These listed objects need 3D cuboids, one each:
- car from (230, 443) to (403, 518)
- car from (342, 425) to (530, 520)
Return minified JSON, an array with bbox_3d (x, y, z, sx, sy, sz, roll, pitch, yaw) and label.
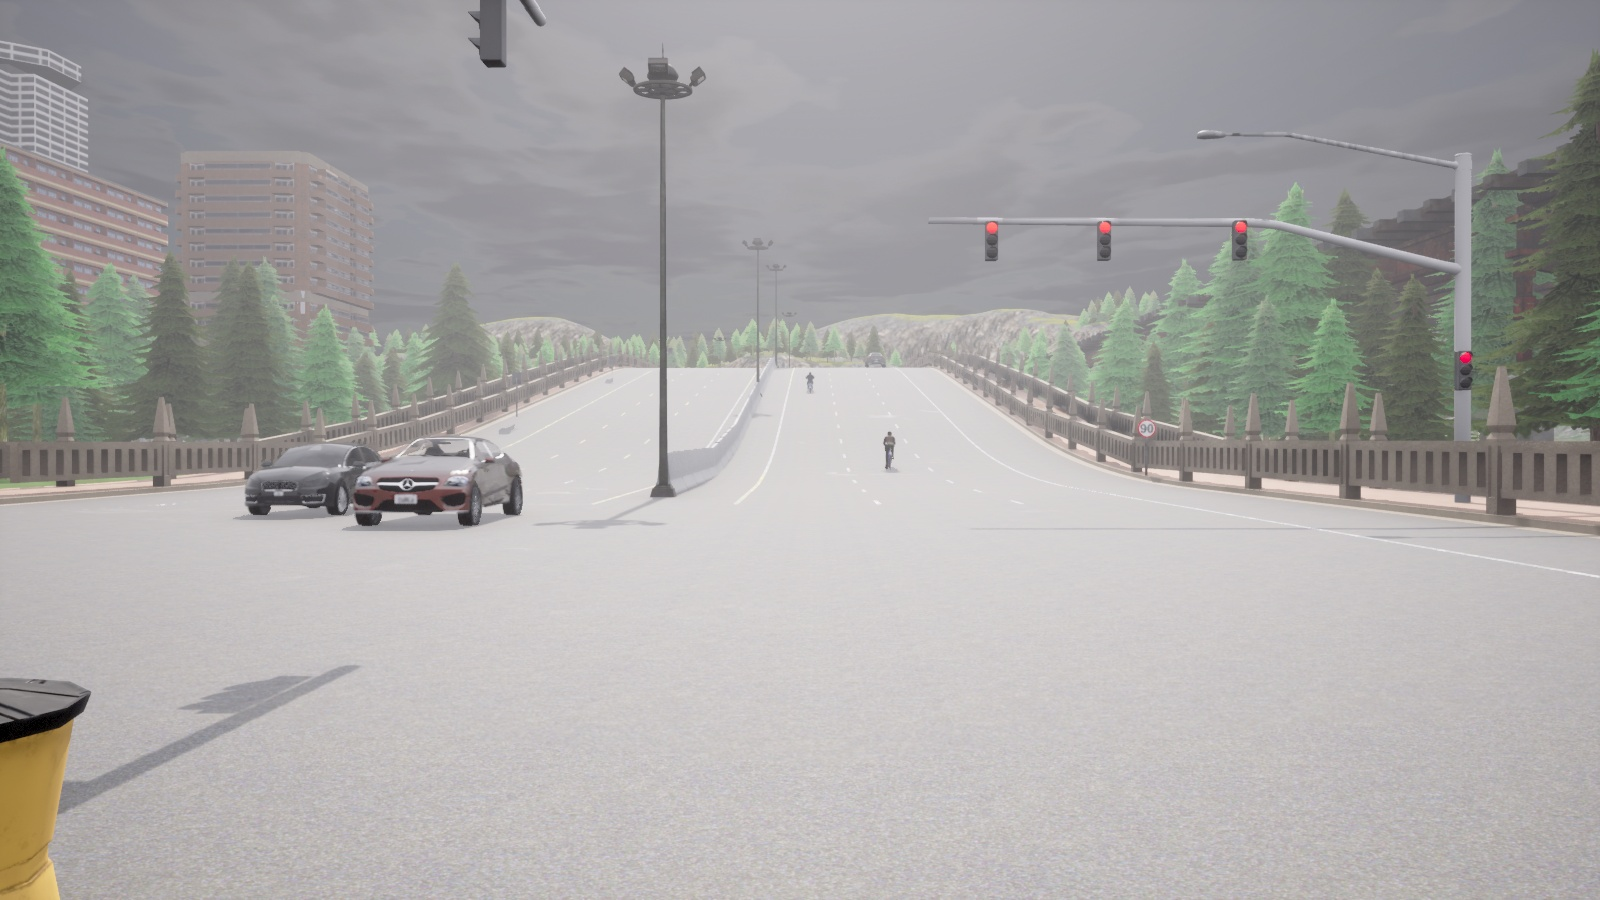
[{"bbox_3d":[-10.338,0.589,27.284,1.837,1.490,4.892,0,0,0],"label":"car"},{"bbox_3d":[-6.853,0.382,24.300,2.152,1.651,5.027,0,0,0],"label":"car"}]
